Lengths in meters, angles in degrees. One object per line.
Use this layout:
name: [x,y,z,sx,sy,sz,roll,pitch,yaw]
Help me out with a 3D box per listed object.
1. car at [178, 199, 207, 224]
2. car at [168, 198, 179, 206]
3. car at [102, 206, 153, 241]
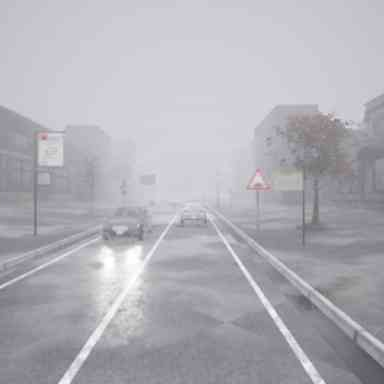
car: [0.098,1.481,24.680,1.812,1.442,4.674,0,0,-1]
car: [-3.042,1.737,57.835,1.812,1.442,4.674,0,-1,1]
car: [-3.097,1.474,16.695,2.128,1.511,4.902,0,0,0]
